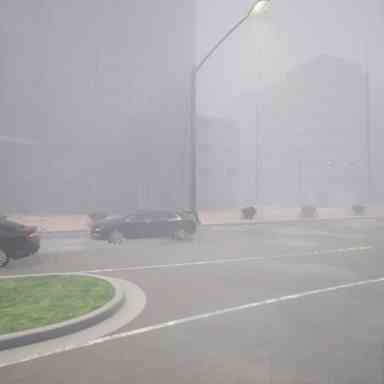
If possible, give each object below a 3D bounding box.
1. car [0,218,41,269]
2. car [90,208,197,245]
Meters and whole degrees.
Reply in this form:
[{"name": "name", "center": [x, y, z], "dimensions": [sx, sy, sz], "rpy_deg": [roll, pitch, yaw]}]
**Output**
[{"name": "car", "center": [-7.230, 1.505, 10.006], "dimensions": [4.892, 1.490, 1.837], "rpy_deg": [0, 0, -18]}, {"name": "car", "center": [-2.164, 1.505, 15.427], "dimensions": [4.892, 1.490, 1.837], "rpy_deg": [0, 0, -21]}]
